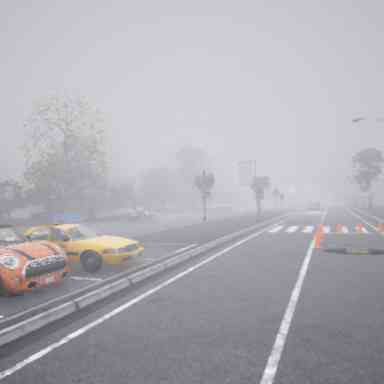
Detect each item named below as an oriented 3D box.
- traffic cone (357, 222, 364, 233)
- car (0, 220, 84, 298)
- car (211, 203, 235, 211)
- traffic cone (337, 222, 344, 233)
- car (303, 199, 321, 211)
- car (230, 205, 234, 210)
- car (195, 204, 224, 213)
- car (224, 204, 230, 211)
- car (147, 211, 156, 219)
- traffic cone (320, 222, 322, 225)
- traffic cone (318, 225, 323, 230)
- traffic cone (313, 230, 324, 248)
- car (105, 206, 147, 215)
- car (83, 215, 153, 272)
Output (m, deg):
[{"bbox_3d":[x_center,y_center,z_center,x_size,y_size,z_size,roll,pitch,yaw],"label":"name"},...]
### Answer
[{"bbox_3d":[9.240,1.931,18.305,0.340,0.580,0.340,-3,-2,22],"label":"traffic cone"},{"bbox_3d":[-5.621,1.677,9.095,4.553,1.767,2.185,-3,-1,22],"label":"car"},{"bbox_3d":[6.601,3.237,70.580,4.674,1.452,2.002,-3,-2,23],"label":"car"},{"bbox_3d":[8.318,1.973,18.687,0.340,0.580,0.340,-3,-2,22],"label":"traffic cone"},{"bbox_3d":[19.223,2.238,52.321,2.128,1.511,4.902,-3,-2,23],"label":"car"},{"bbox_3d":[5.377,3.142,67.680,5.008,1.535,2.097,-3,-2,23],"label":"car"},{"bbox_3d":[2.860,3.068,61.634,4.674,1.452,2.002,-3,-2,23],"label":"car"},{"bbox_3d":[4.125,3.086,64.657,4.892,1.521,2.231,-3,-2,23],"label":"car"},{"bbox_3d":[-6.566,2.482,39.205,4.553,1.767,2.185,-3,-2,22],"label":"car"},{"bbox_3d":[6.630,1.991,17.221,0.340,0.580,0.340,-3,-2,22],"label":"traffic cone"},{"bbox_3d":[5.863,1.969,15.371,0.340,0.580,0.340,-3,-1,22],"label":"traffic cone"},{"bbox_3d":[5.098,1.953,13.524,0.340,0.580,0.340,-3,-1,22],"label":"traffic cone"},{"bbox_3d":[-7.716,2.591,36.247,4.674,1.452,2.002,-3,-2,22],"label":"car"},{"bbox_3d":[-4.316,1.792,11.714,5.366,1.575,1.946,-3,-1,22],"label":"car"}]
